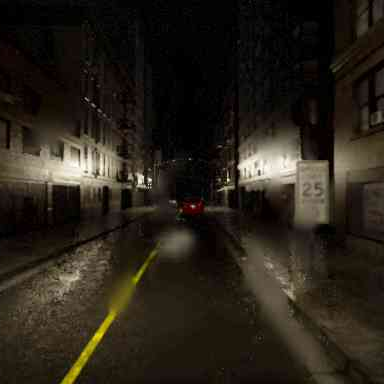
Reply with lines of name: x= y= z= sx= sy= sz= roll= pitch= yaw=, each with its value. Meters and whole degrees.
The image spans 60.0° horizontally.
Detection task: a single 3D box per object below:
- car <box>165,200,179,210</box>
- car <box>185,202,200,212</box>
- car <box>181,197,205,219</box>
car: x=-2.992 y=1.967 z=50.842 sx=1.994 sy=1.385 sz=4.181 roll=0 pitch=-1 yaw=0
car: x=0.060 y=2.050 z=45.878 sx=1.895 sy=1.301 sz=4.718 roll=0 pitch=-1 yaw=0
car: x=0.105 y=1.556 z=33.749 sx=2.150 sy=2.045 sz=5.566 roll=0 pitch=0 yaw=0
